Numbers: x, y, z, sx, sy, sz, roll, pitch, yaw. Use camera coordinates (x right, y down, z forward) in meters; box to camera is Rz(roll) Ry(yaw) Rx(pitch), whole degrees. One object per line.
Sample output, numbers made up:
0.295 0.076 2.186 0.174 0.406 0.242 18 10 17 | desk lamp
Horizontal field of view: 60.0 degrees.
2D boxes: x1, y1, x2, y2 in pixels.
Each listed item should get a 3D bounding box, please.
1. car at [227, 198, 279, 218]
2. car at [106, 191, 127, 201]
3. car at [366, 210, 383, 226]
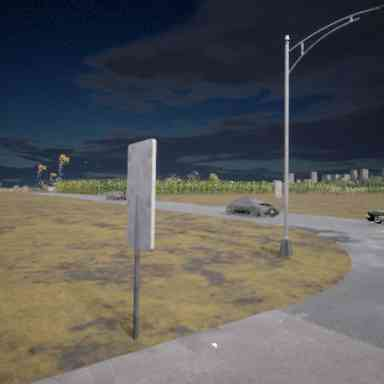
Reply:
4.561 1.160 25.237 1.994 1.385 4.181 2 0 -35 | car
-10.519 0.560 46.806 1.994 1.385 4.181 2 0 -35 | car
13.319 1.501 20.395 4.718 1.301 1.895 2 0 30 | car
